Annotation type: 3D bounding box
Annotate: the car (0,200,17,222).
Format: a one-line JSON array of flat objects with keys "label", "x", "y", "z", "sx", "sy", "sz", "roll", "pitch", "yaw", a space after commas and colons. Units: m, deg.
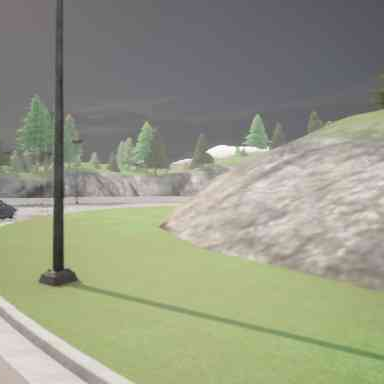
[{"label": "car", "x": -15.449, "y": 1.375, "z": 25.995, "sx": 2.097, "sy": 1.767, "sz": 4.553, "roll": 0, "pitch": 0, "yaw": -9}]
